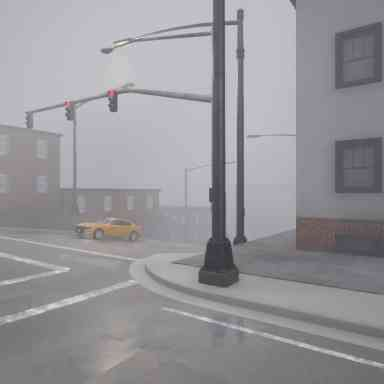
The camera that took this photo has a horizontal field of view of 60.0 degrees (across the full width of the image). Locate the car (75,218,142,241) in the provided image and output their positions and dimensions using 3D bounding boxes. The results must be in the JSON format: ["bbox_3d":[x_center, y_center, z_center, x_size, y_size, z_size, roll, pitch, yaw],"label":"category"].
[{"bbox_3d":[-5.672,2.536,23.093,1.882,1.535,5.008,0,-9,37],"label":"car"}]

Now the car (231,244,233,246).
[{"bbox_3d":[5.001,6.690,38.089,1.895,1.301,4.718,0,-19,35],"label":"car"}]
